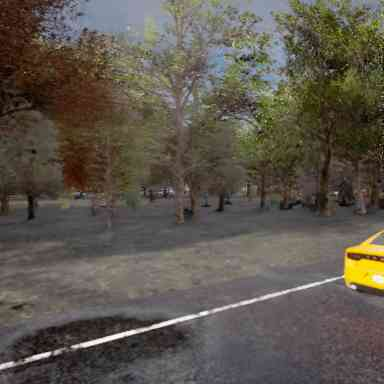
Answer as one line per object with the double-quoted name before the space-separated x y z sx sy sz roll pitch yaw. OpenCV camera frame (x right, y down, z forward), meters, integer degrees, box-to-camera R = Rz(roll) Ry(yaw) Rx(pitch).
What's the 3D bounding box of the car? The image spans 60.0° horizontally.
"car" 5.562 1.506 7.723 5.008 1.535 1.882 0 0 -36
